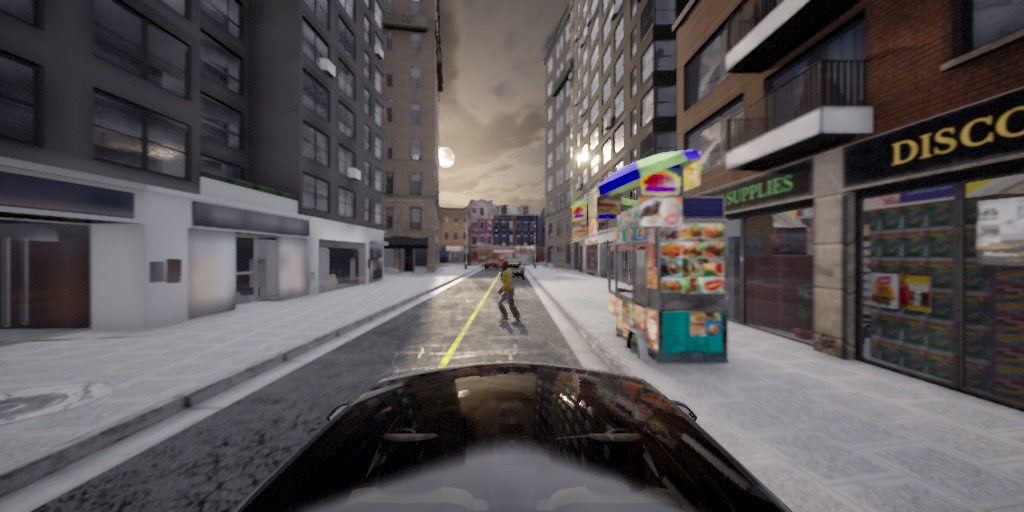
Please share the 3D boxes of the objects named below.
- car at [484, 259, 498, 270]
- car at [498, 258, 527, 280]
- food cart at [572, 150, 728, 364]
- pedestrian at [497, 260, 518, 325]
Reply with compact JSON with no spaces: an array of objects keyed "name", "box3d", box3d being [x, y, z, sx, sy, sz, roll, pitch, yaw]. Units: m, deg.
[{"name":"car","box3d":[-2.509,1.044,46.188,1.895,1.301,4.718,0,0,1]},{"name":"car","box3d":[0.089,1.074,28.538,1.837,1.490,4.892,0,1,0]},{"name":"food cart","box3d":[2.888,0.176,7.624,2.280,3.560,4.660,0,0,0]},{"name":"pedestrian","box3d":[-0.133,0.985,10.068,0.375,1.860,0.375,0,0,-10]}]
